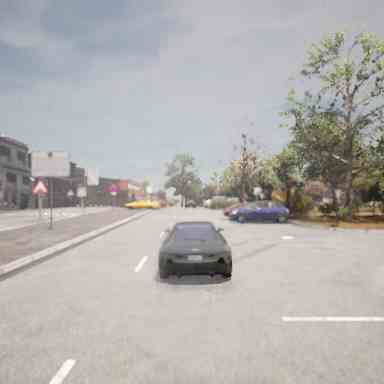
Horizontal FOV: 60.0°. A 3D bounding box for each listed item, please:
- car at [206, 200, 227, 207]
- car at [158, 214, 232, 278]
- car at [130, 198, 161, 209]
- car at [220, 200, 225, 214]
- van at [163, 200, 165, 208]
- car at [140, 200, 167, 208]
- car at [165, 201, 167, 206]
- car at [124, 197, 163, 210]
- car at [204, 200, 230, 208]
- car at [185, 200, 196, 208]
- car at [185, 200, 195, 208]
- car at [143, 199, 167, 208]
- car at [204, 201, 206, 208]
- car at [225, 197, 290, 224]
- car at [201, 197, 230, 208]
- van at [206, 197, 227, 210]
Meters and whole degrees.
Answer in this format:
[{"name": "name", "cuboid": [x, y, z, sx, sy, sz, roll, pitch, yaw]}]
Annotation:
[{"name": "car", "cuboid": [5.704, 2.738, 78.341, 4.553, 1.767, 2.097, 1, -3, -18]}, {"name": "car", "cuboid": [0.083, 1.586, 10.309, 1.994, 1.385, 4.181, -1, 1, 0]}, {"name": "car", "cuboid": [-7.374, 1.845, 53.140, 4.553, 1.767, 2.185, 0, -1, -1]}, {"name": "car", "cuboid": [5.044, 1.680, 28.886, 4.674, 1.452, 2.002, 0, 0, 0]}, {"name": "van", "cuboid": [-7.315, 1.826, 56.179, 4.442, 1.987, 1.878, 0, -2, -1]}, {"name": "car", "cuboid": [-7.527, 2.340, 65.275, 5.008, 1.535, 2.097, 0, -2, -1]}, {"name": "car", "cuboid": [-7.464, 1.985, 62.369, 5.566, 2.045, 2.435, 0, -2, -1]}, {"name": "car", "cuboid": [-7.565, 1.902, 50.218, 5.366, 1.575, 1.946, 0, -1, 0]}, {"name": "car", "cuboid": [4.753, 2.286, 63.637, 4.892, 1.521, 2.231, 0, -2, -1]}, {"name": "car", "cuboid": [-0.194, 2.216, 60.217, 1.812, 1.442, 4.674, 0, -2, -1]}, {"name": "car", "cuboid": [-0.389, 2.517, 70.088, 1.882, 1.535, 5.008, 0, -2, 2]}, {"name": "car", "cuboid": [-7.541, 2.322, 68.314, 4.553, 1.767, 2.185, 0, -2, -1]}, {"name": "car", "cuboid": [5.054, 1.956, 52.473, 5.366, 1.575, 1.946, 0, -1, 0]}, {"name": "car", "cuboid": [5.117, 1.495, 25.717, 4.553, 1.767, 2.185, 0, 0, 0]}, {"name": "car", "cuboid": [4.696, 2.128, 66.313, 5.566, 2.045, 2.435, 0, -2, -1]}, {"name": "van", "cuboid": [4.777, 1.670, 49.683, 4.442, 1.987, 1.878, 0, -1, 0]}]
